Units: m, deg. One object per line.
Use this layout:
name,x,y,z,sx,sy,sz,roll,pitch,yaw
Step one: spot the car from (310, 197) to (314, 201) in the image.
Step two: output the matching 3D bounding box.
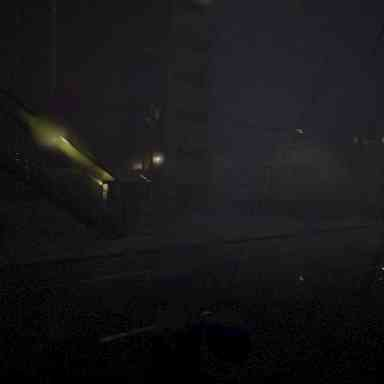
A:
car,17.765,1.498,52.864,4.193,1.474,1.816,0,0,-36

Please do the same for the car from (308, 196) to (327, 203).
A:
car,26.259,1.579,69.779,3.806,1.475,1.970,0,0,-36
